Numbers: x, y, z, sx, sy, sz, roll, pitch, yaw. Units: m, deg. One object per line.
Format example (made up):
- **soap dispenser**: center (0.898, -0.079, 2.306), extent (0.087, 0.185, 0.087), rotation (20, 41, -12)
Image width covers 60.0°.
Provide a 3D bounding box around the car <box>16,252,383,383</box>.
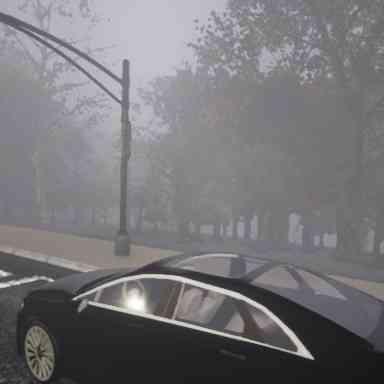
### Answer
- **car**: center (0.001, 1.453, 3.699), extent (4.902, 1.511, 2.128), rotation (1, 1, 34)
